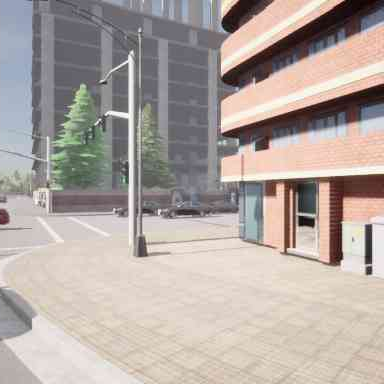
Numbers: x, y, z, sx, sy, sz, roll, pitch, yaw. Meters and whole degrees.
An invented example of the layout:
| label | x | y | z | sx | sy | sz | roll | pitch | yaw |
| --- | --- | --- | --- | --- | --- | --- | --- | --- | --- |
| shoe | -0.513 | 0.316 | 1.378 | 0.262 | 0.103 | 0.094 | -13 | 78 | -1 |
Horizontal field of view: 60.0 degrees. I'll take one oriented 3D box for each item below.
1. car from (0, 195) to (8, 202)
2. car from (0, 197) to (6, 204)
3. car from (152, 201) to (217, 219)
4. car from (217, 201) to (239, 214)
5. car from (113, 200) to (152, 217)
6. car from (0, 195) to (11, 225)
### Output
| label | x | y | z | sx | sy | sz | roll | pitch | yaw |
| --- | --- | --- | --- | --- | --- | --- | --- | --- | --- |
| car | -42.553 | 1.500 | 74.788 | 1.837 | 1.490 | 4.892 | 0 | 0 | -27 |
| car | -38.018 | 1.595 | 65.938 | 1.895 | 1.301 | 4.718 | 0 | 0 | -27 |
| car | -0.654 | 1.547 | 29.781 | 4.902 | 1.511 | 2.128 | 0 | 0 | -27 |
| car | 2.998 | 1.619 | 35.541 | 4.181 | 1.385 | 1.994 | 0 | 0 | -27 |
| car | -4.962 | 1.547 | 31.531 | 4.902 | 1.511 | 2.128 | 0 | 0 | -27 |
| car | -13.594 | 1.253 | 19.135 | 5.566 | 2.045 | 2.150 | 0 | 0 | -27 |
